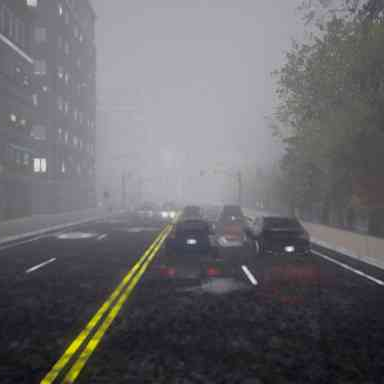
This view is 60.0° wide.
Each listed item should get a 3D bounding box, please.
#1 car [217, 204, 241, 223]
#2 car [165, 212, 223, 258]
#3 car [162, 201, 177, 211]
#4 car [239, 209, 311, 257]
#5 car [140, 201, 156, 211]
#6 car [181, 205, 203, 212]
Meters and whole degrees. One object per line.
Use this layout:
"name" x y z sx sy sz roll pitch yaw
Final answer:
"car" 3.266 1.811 28.493 1.837 1.490 4.892 0 0 0
"car" 0.016 1.708 13.523 1.994 1.385 4.181 0 -1 1
"car" -3.271 2.018 48.551 2.128 1.511 4.902 0 -1 0
"car" 3.267 1.650 13.487 1.837 1.490 4.892 0 0 0
"car" -6.514 2.083 49.512 2.033 1.411 5.357 0 -1 0
"car" 0.020 1.833 28.886 1.812 1.442 4.674 0 0 0
